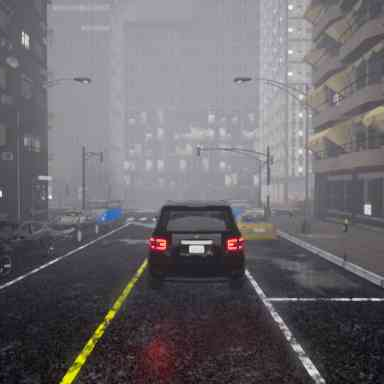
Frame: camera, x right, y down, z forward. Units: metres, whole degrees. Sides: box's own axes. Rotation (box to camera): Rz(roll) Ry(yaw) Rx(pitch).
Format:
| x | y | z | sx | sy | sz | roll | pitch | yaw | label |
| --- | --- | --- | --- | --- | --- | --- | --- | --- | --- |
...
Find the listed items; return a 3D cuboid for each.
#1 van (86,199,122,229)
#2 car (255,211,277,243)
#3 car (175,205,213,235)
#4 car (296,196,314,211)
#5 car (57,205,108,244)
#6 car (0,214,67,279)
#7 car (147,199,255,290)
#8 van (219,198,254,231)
| x | y | z | sx | sy | sz | roll | pitch | yaw | label |
| --- | --- | --- | --- | --- | --- | --- | --- | --- | --- |
| -5.638 | 1.336 | 21.234 | 1.690 | 1.788 | 3.998 | -1 | 0 | 0 | van |
| 2.728 | 1.521 | 15.748 | 1.752 | 1.417 | 4.829 | -1 | 0 | 0 | car |
| 0.126 | 1.559 | 19.525 | 1.994 | 1.385 | 4.181 | 0 | 0 | 1 | car |
| 15.362 | 1.335 | 40.471 | 5.009 | 1.841 | 2.192 | 0 | 1 | 1 | car |
| -5.652 | 1.547 | 15.632 | 2.008 | 1.369 | 4.403 | -1 | 0 | 0 | car |
| -5.669 | 1.563 | 10.030 | 1.947 | 1.339 | 4.313 | -1 | 0 | 0 | car |
| 0.107 | 1.219 | 9.230 | 2.150 | 2.045 | 5.566 | 0 | 0 | 0 | car |
| 2.742 | 1.336 | 21.179 | 1.690 | 1.788 | 3.998 | -1 | 0 | 0 | van |
